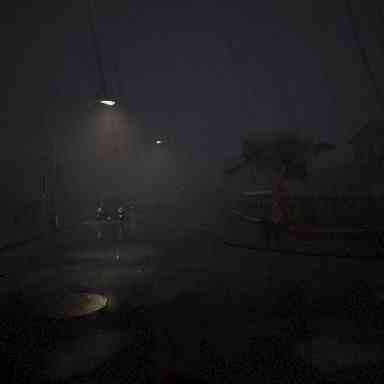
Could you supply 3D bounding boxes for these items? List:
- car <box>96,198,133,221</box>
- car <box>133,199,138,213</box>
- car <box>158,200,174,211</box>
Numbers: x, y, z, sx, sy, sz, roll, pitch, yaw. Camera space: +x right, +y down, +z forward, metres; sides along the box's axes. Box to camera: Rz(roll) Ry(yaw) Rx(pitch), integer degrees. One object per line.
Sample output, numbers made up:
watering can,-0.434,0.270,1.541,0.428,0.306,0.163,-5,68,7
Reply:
car,-6.304,1.352,26.832,2.097,1.767,4.553,0,0,-4
car,-7.098,1.505,37.171,1.837,1.490,4.892,0,0,-4
car,-3.165,1.601,40.339,1.895,1.301,4.718,0,0,-4
